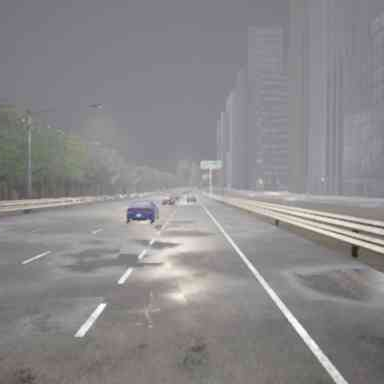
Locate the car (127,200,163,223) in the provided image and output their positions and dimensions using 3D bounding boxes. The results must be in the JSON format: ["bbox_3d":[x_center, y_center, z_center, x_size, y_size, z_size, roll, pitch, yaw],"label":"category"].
[{"bbox_3d":[-3.519,1.395,24.517,1.882,1.535,5.008,0,0,0],"label":"car"}]

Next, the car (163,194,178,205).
[{"bbox_3d":[-3.618,1.413,53.062,1.895,1.301,4.718,0,0,0],"label":"car"}]

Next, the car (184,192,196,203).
[{"bbox_3d":[-0.078,1.255,64.454,2.128,1.511,4.902,0,0,0],"label":"car"}]

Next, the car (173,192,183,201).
[{"bbox_3d":[-3.714,1.083,72.523,2.097,1.767,4.553,0,0,0],"label":"car"}]
